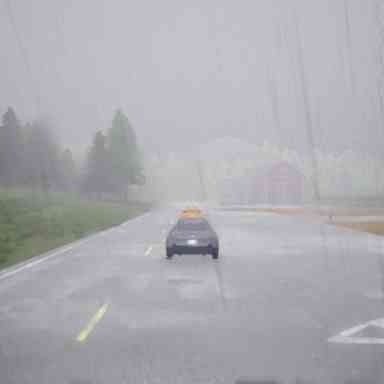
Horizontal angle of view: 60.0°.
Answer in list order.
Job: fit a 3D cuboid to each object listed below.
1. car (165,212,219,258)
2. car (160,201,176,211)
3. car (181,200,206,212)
[{"bbox_3d":[0.024,1.713,13.474,1.994,1.385,4.181,0,-1,0],"label":"car"},{"bbox_3d":[-3.525,2.071,49.868,1.812,1.442,4.674,0,-1,0],"label":"car"},{"bbox_3d":[0.028,1.797,29.219,1.882,1.535,5.008,0,0,1],"label":"car"}]
